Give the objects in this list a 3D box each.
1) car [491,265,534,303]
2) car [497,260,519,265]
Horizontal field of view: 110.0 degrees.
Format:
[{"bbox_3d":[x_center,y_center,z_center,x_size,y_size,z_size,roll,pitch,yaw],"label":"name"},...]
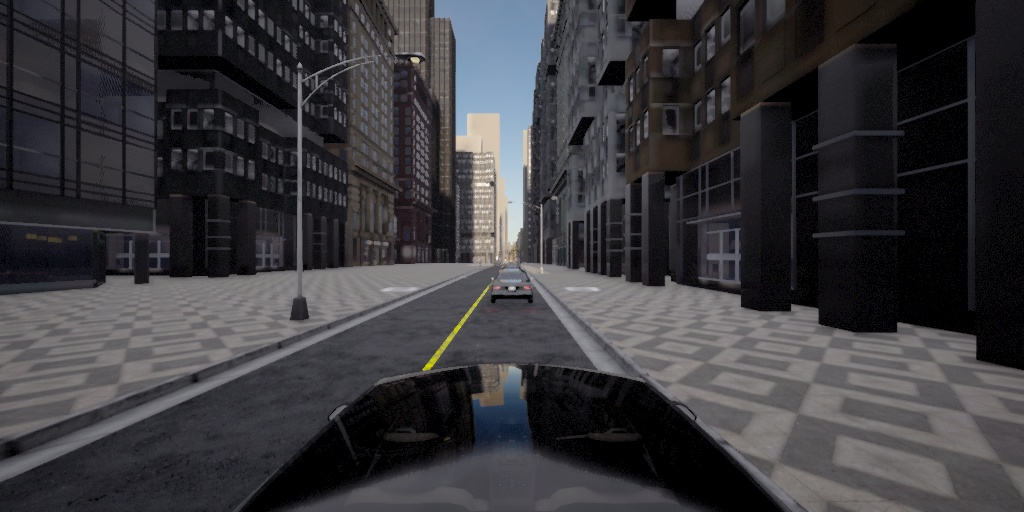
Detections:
[{"bbox_3d":[0.000,1.308,16.500,2.033,1.411,5.357,0,0,0],"label":"car"},{"bbox_3d":[0.000,1.329,31.501,1.994,1.385,4.181,0,0,0],"label":"car"}]
